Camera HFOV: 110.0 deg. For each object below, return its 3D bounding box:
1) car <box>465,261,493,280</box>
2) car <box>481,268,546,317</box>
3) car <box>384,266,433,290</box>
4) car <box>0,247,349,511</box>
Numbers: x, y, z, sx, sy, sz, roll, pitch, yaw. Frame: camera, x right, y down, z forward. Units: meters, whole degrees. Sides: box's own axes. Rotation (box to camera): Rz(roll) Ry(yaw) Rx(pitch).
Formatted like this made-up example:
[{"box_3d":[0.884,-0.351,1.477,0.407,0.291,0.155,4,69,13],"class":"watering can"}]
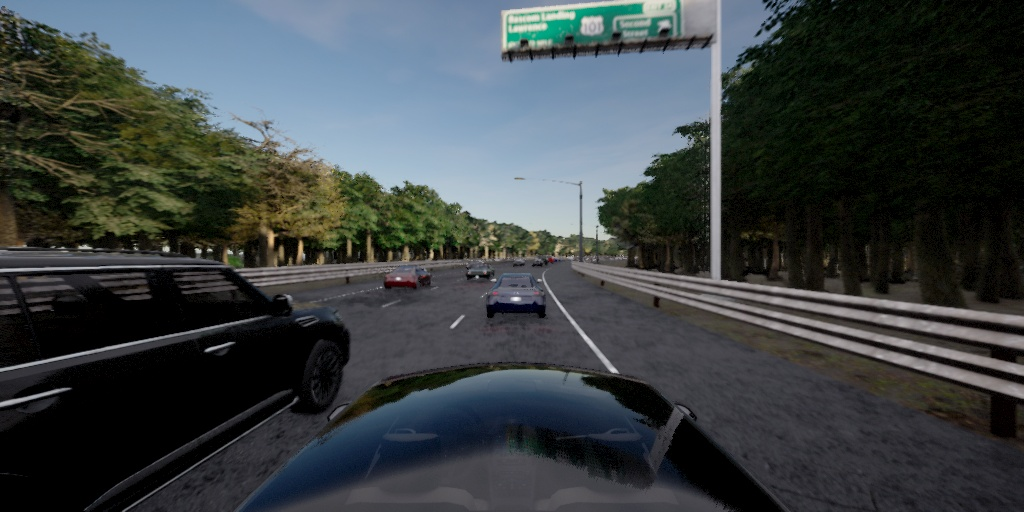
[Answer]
[{"box_3d":[-2.567,1.343,30.507,1.895,1.301,4.718,0,0,4],"class":"car"},{"box_3d":[0.173,1.315,13.208,1.994,1.385,4.181,0,0,2],"class":"car"},{"box_3d":[-6.402,1.296,22.521,1.994,1.385,4.181,0,0,3],"class":"car"},{"box_3d":[-3.465,0.965,2.878,2.150,2.045,5.566,0,0,1],"class":"car"}]
